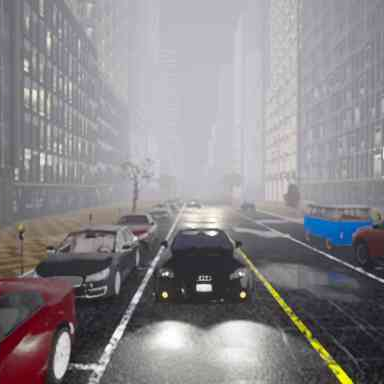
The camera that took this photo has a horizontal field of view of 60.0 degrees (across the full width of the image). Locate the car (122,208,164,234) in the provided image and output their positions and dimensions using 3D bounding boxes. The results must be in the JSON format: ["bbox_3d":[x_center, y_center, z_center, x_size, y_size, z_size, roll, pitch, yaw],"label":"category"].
[{"bbox_3d":[-2.387,1.581,13.989,1.802,1.307,4.206,-1,0,0],"label":"car"}]

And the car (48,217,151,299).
[{"bbox_3d":[-2.377,1.550,8.305,2.008,1.369,4.403,-1,0,0],"label":"car"}]

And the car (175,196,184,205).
[{"bbox_3d":[-2.457,1.578,48.090,1.802,1.307,4.206,-1,0,0],"label":"car"}]

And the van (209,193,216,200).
[{"bbox_3d":[5.829,1.330,93.576,1.690,1.788,3.998,-1,0,0],"label":"van"}]

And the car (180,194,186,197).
[{"bbox_3d":[-2.469,1.436,53.774,1.967,1.590,4.097,-1,0,0],"label":"car"}]

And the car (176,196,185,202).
[{"bbox_3d":[-2.515,1.558,76.509,1.947,1.339,4.313,-1,0,0],"label":"car"}]

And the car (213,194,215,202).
[{"bbox_3d":[5.887,1.310,65.159,2.192,1.841,5.009,-1,0,0],"label":"car"}]

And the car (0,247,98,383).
[{"bbox_3d":[-2.364,1.544,2.622,1.887,1.381,4.507,-1,0,0],"label":"car"}]

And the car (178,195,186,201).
[{"bbox_3d":[-2.538,1.540,87.876,2.008,1.369,4.403,-1,0,0],"label":"car"}]

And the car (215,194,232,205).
[{"bbox_3d":[5.898,1.311,59.475,2.192,1.841,5.009,-1,0,0],"label":"car"}]

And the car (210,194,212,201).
[{"bbox_3d":[5.865,1.433,76.526,1.967,1.590,4.097,-1,0,0],"label":"car"}]

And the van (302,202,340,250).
[{"bbox_3d":[5.991,1.341,14.006,1.690,1.788,3.998,-1,0,0],"label":"van"}]

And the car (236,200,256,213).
[{"bbox_3d":[5.947,1.550,36.740,2.008,1.369,4.403,-1,0,0],"label":"car"}]

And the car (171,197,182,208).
[{"bbox_3d":[-2.434,1.548,36.723,2.008,1.369,4.403,-1,0,0],"label":"car"}]

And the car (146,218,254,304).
[{"bbox_3d":[0.220,1.564,8.061,1.994,1.385,4.181,0,0,0],"label":"car"}]

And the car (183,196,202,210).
[{"bbox_3d":[0.249,1.544,44.158,2.033,1.411,5.357,0,0,0],"label":"car"}]

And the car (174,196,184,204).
[{"bbox_3d":[-2.491,1.520,64.972,1.752,1.417,4.829,-1,0,0],"label":"car"}]

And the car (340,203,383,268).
[{"bbox_3d":[6.002,1.316,8.322,2.192,1.841,5.009,-1,0,0],"label":"car"}]

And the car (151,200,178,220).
[{"bbox_3d":[-2.411,1.549,25.356,2.008,1.369,4.403,-1,0,0],"label":"car"}]
